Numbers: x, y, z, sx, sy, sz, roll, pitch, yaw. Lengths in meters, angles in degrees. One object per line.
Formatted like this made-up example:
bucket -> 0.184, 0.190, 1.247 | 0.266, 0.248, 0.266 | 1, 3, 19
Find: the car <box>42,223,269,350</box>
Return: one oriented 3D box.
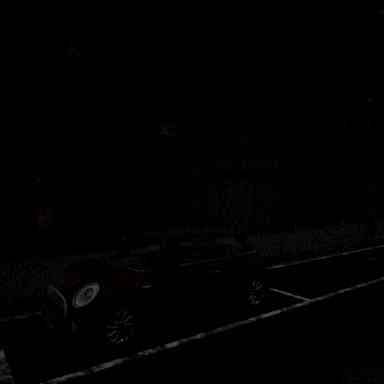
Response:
car -> -0.530, 1.440, 6.154 | 4.097, 1.590, 1.967 | 0, 0, -35
